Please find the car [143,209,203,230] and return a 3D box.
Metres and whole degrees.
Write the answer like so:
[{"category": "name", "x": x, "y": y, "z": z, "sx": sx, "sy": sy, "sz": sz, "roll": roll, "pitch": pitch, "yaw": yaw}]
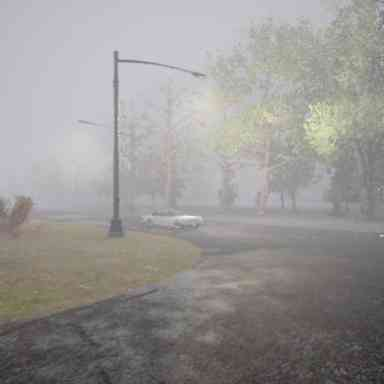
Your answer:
[{"category": "car", "x": -1.419, "y": 1.934, "z": 23.913, "sx": 4.718, "sy": 1.301, "sz": 1.895, "roll": -1, "pitch": -1, "yaw": 45}]
